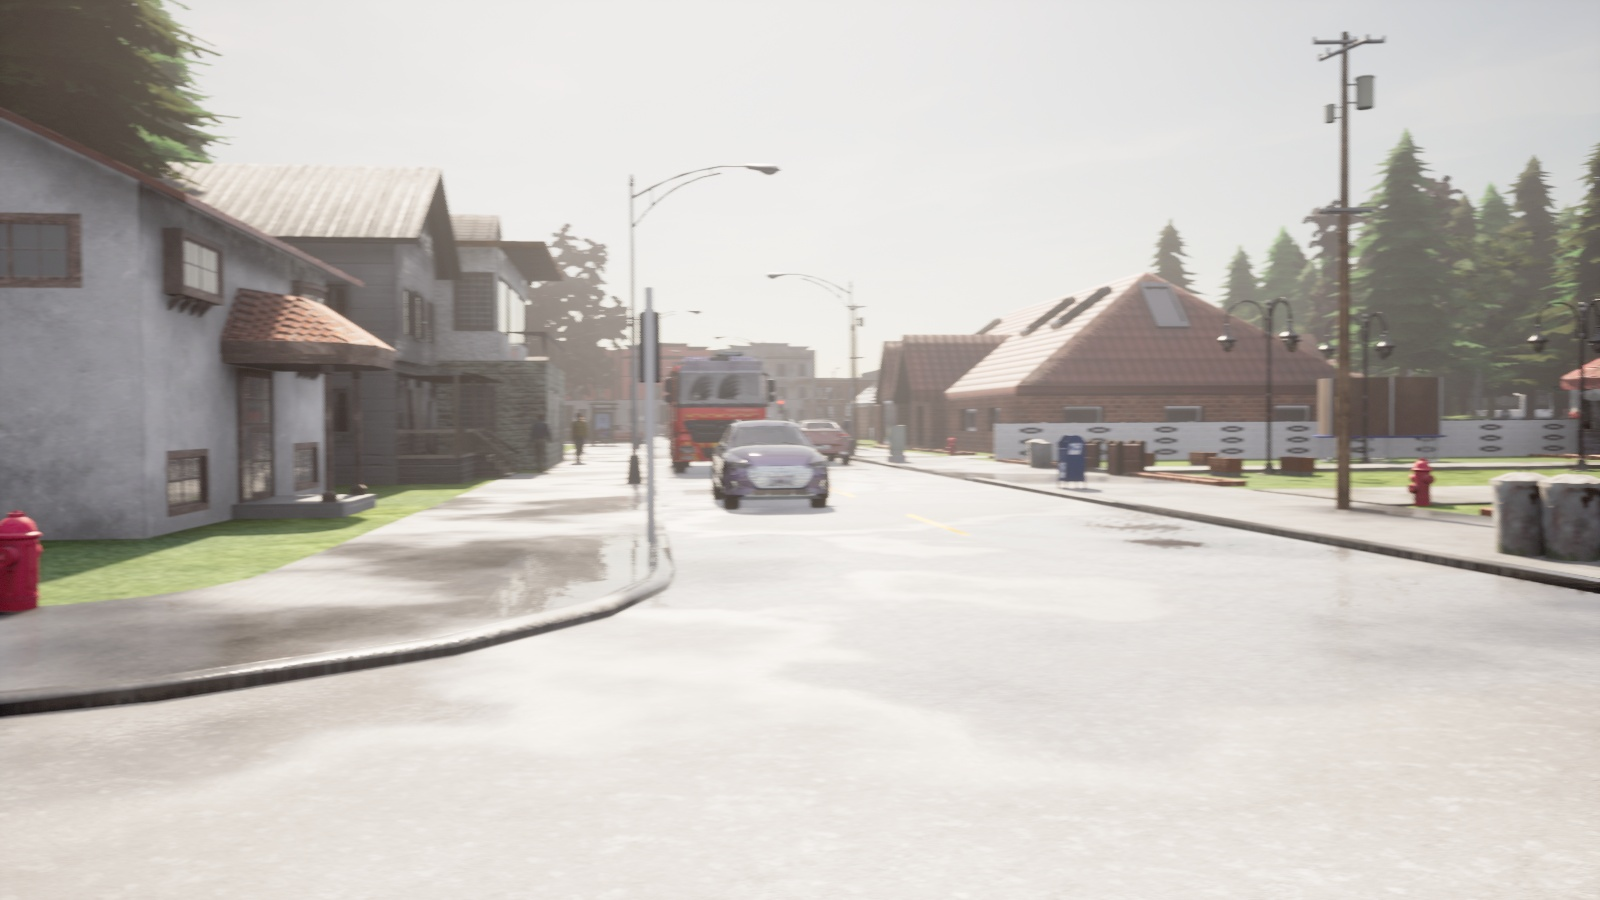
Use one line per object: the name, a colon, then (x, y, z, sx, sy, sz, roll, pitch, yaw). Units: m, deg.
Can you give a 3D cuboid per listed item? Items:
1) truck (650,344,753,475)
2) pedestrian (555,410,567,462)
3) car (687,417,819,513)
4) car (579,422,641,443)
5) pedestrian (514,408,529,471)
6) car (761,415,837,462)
truck: (-3.400, -1.289, 41.363, 2.891, 3.827, 8.468, 0, 1, -8)
pedestrian: (-8.561, -0.501, 44.974, 0.431, 1.840, 0.709, 0, 1, -11)
car: (-1.029, 0.199, 24.248, 2.033, 1.649, 4.856, 0, 1, -8)
car: (-13.719, -1.245, 90.654, 4.193, 1.474, 1.816, 0, 2, -19)
pedestrian: (-8.218, -0.322, 37.107, 0.370, 1.835, 0.726, 0, 1, -8)
car: (-0.093, -0.463, 46.637, 2.152, 1.651, 5.027, 0, 1, -8)
